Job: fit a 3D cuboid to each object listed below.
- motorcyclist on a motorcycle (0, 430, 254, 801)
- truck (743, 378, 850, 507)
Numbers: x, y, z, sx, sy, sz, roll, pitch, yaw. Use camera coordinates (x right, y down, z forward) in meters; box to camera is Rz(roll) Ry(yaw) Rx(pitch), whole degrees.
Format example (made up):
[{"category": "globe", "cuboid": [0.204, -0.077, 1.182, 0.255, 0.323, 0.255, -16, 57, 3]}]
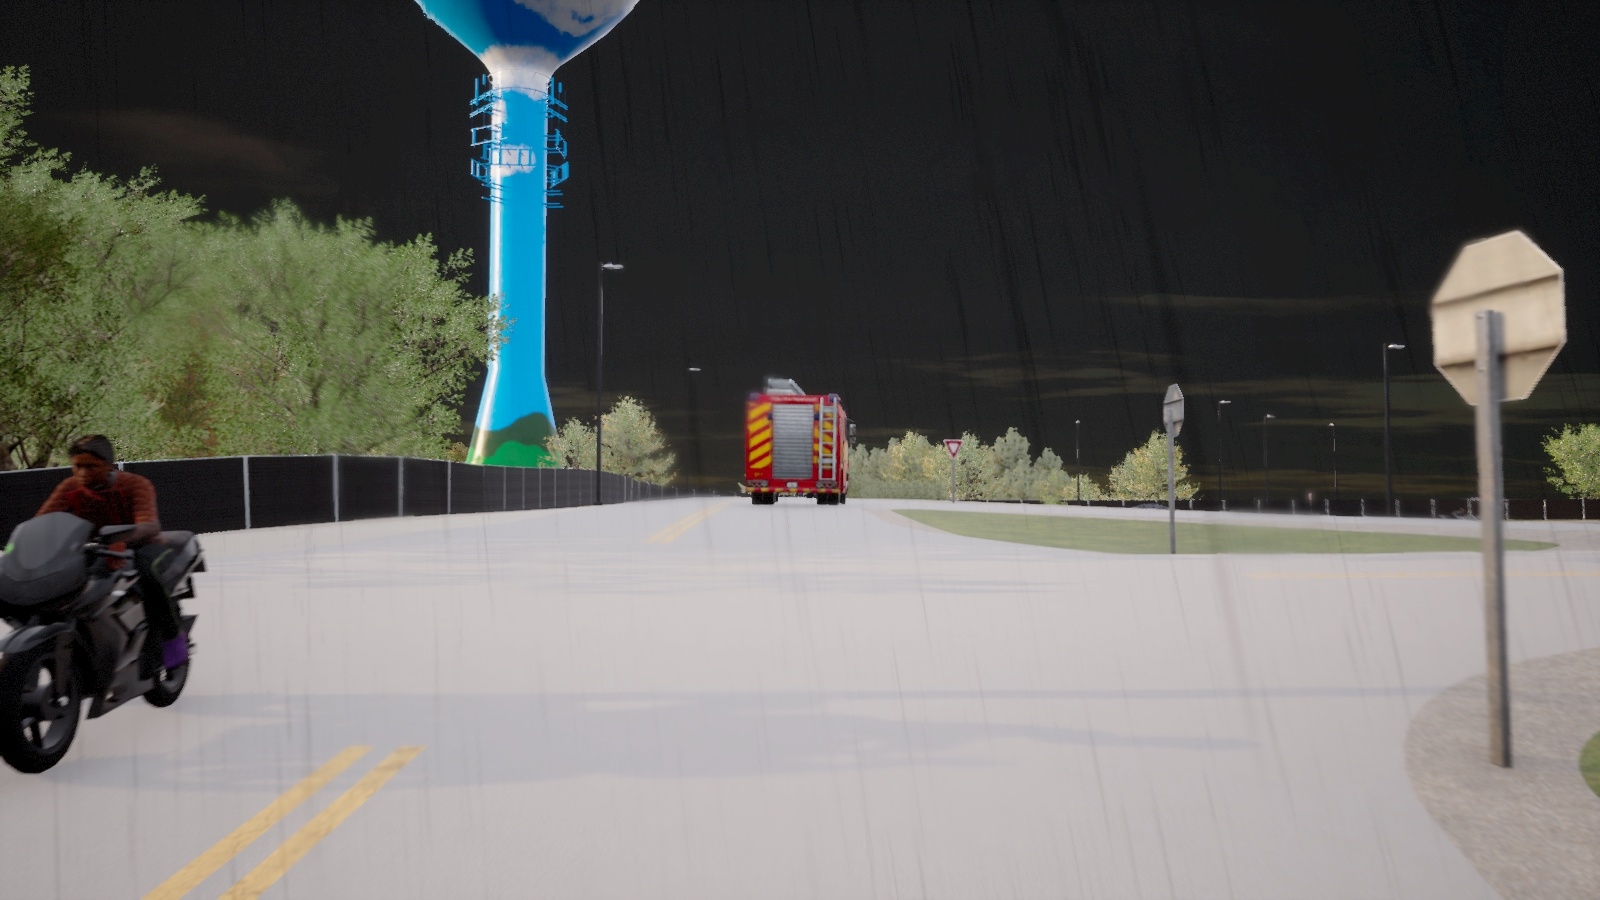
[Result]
[{"category": "motorcyclist on a motorcycle", "cuboid": [-3.458, 0.676, 6.177, 0.797, 1.523, 2.044, -1, 0, -5]}, {"category": "truck", "cuboid": [0.066, -0.090, 42.037, 2.891, 3.827, 8.468, 1, -2, 4]}]
